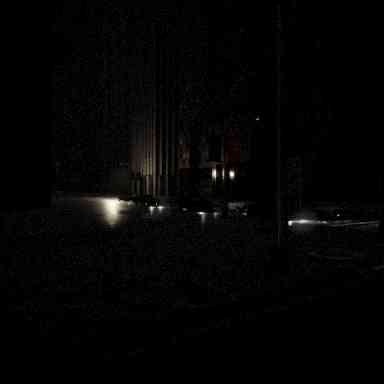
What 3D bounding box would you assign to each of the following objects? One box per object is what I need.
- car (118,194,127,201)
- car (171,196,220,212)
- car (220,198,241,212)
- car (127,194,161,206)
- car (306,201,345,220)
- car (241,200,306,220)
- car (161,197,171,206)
[{"bbox_3d":[-10.464,0.952,54.876,1.895,1.301,4.718,0,1,-35],"label":"car"},{"bbox_3d":[0.251,1.110,33.874,1.882,1.535,5.008,0,1,-35],"label":"car"},{"bbox_3d":[4.240,1.274,33.853,1.895,1.301,4.718,0,1,-35],"label":"car"},{"bbox_3d":[-5.843,1.046,42.532,2.033,1.411,5.357,0,1,-35],"label":"car"},{"bbox_3d":[9.533,1.392,26.365,1.895,1.301,4.718,0,1,-36],"label":"car"},{"bbox_3d":[6.128,1.327,25.528,1.994,1.385,4.181,0,1,-36],"label":"car"},{"bbox_3d":[-1.578,1.146,42.126,1.895,1.301,4.718,0,1,-35],"label":"car"}]
